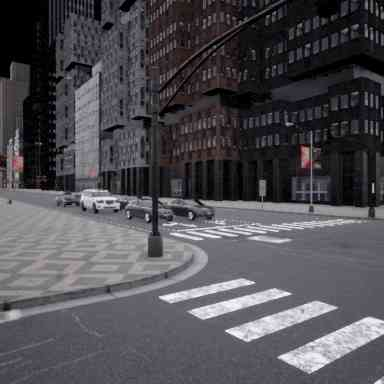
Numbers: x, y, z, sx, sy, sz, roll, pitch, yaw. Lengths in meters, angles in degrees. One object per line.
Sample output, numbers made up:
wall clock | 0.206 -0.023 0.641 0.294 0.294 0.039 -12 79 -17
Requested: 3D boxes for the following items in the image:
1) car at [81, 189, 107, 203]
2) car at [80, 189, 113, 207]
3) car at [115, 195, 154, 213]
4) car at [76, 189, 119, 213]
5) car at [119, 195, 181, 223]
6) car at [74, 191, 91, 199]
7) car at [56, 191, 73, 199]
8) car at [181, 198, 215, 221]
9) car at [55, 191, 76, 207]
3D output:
car | -15.285 0.507 51.693 2.150 2.045 5.566 0 1 -36
car | -11.869 0.672 41.093 2.150 2.045 5.566 0 1 -35
car | -5.720 1.108 32.553 1.837 1.490 4.892 0 1 -36
car | -8.729 0.820 31.168 2.150 2.045 5.566 0 1 -36
car | -3.040 1.240 23.284 1.837 1.490 4.892 0 1 -36
car | -21.885 0.564 66.395 1.812 1.442 4.674 0 1 -36
car | -24.955 0.532 65.093 1.837 1.490 4.892 0 1 -36
car | -0.276 1.240 24.965 1.837 1.490 4.892 0 1 -38
car | -14.942 0.991 39.789 2.033 1.411 5.357 0 1 -36
